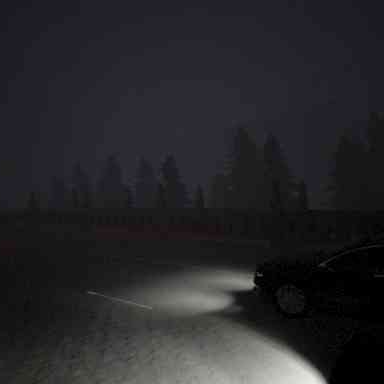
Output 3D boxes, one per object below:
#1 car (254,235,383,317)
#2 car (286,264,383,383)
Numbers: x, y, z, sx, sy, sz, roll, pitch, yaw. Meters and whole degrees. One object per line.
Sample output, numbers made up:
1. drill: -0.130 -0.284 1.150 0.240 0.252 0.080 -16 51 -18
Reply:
1. car: 3.483 1.511 5.807 4.892 1.490 1.837 -1 0 35
2. car: 2.943 1.546 1.893 4.181 1.385 1.994 -1 -1 35
